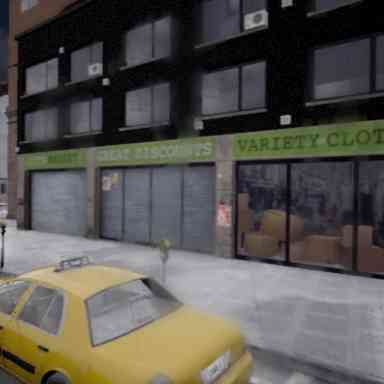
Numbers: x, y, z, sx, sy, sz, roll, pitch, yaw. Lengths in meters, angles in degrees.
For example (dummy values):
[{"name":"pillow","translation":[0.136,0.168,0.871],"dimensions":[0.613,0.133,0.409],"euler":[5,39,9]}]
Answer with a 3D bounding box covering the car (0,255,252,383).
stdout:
[{"name":"car","translation":[-1.671,1.505,4.281],"dimensions":[4.829,1.417,1.752],"euler":[0,1,35]}]
